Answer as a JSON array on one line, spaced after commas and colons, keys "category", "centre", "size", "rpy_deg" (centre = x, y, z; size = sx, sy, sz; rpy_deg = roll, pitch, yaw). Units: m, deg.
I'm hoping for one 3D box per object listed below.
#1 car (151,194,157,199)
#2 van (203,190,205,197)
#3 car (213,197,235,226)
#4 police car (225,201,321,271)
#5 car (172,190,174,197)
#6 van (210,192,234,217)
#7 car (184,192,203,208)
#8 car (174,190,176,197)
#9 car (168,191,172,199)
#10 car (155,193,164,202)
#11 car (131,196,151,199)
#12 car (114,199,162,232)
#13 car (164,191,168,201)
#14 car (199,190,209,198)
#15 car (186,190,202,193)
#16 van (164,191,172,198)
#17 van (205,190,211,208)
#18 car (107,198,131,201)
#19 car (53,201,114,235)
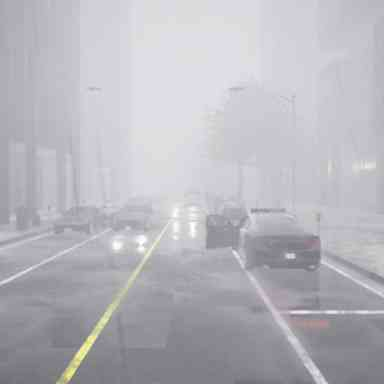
[{"category": "car", "centre": [-5.761, 1.155, 40.130], "size": [1.947, 1.339, 4.313], "rpy_deg": [0, 1, 0]}, {"category": "van", "centre": [2.763, 0.875, 45.754], "size": [1.690, 1.788, 3.998], "rpy_deg": [0, 1, 0]}, {"category": "car", "centre": [2.763, 1.304, 23.283], "size": [1.887, 1.381, 4.507], "rpy_deg": [0, 1, 0]}, {"category": "police car", "centre": [2.368, 1.313, 10.591], "size": [1.930, 1.638, 5.238], "rpy_deg": [0, 1, 0]}, {"category": "car", "centre": [-5.761, 0.811, 73.841], "size": [2.008, 1.369, 4.403], "rpy_deg": [0, 1, 0]}, {"category": "van", "centre": [2.763, 1.043, 28.899], "size": [1.690, 1.788, 3.998], "rpy_deg": [0, 1, 0]}, {"category": "car", "centre": [0.083, 1.121, 39.590], "size": [1.812, 1.442, 4.674], "rpy_deg": [0, 1, 0]}, {"category": "car", "centre": [-5.761, 0.698, 85.078], "size": [1.887, 1.381, 4.507], "rpy_deg": [0, 1, 0]}, {"category": "car", "centre": [-5.761, 0.865, 68.223], "size": [2.008, 1.369, 4.403], "rpy_deg": [0, 1, 0]}, {"category": "car", "centre": [-5.761, 1.005, 51.197], "size": [1.752, 1.417, 4.829], "rpy_deg": [0, 1, 0]}, {"category": "car", "centre": [-5.761, 1.211, 34.513], "size": [1.947, 1.339, 4.313], "rpy_deg": [0, 1, 0]}, {"category": "car", "centre": [-3.100, 1.351, 18.775], "size": [2.033, 1.411, 5.357], "rpy_deg": [0, 1, 0]}, {"category": "car", "centre": [-5.761, 0.863, 56.985], "size": [1.967, 1.590, 4.097], "rpy_deg": [0, 1, 0]}, {"category": "car", "centre": [2.763, 0.523, 79.462], "size": [2.192, 1.841, 5.009], "rpy_deg": [0, 1, 0]}, {"category": "car", "centre": [0.002, 0.718, 49.520], "size": [2.150, 2.045, 5.566], "rpy_deg": [0, 1, 0]}, {"category": "van", "centre": [-5.761, 0.548, 79.458], "size": [1.690, 1.788, 3.998], "rpy_deg": [0, 1, 0]}, {"category": "van", "centre": [2.763, 0.931, 40.135], "size": [1.690, 1.788, 3.998], "rpy_deg": [0, 1, 0]}, {"category": "car", "centre": [-5.762, 1.285, 23.105], "size": [1.752, 1.417, 4.829], "rpy_deg": [0, 1, 0]}, {"category": "car", "centre": [-5.762, 1.381, 17.657], "size": [1.947, 1.339, 4.313], "rpy_deg": [0, 1, 0]}]
